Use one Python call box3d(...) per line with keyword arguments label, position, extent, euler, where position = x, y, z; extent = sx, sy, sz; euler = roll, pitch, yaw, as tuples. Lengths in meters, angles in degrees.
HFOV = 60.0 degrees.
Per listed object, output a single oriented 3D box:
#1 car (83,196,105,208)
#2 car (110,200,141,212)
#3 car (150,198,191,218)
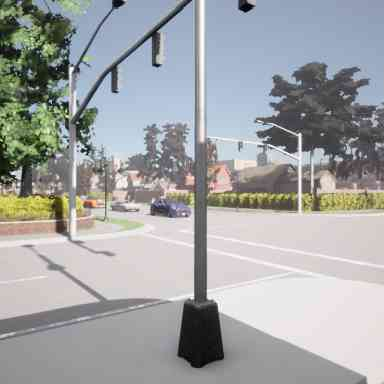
box3d(label="car", position=(-13.672, 1.352, 46.885), extent=(2.097, 1.767, 4.553), euler=(0, 0, -36))
box3d(label="car", position=(-7.785, 1.601, 38.743), extent=(1.895, 1.301, 4.718), euler=(0, 0, -36))
box3d(label="car", position=(-2.045, 1.352, 30.804), extent=(2.097, 1.767, 4.553), euler=(0, 0, -36))
